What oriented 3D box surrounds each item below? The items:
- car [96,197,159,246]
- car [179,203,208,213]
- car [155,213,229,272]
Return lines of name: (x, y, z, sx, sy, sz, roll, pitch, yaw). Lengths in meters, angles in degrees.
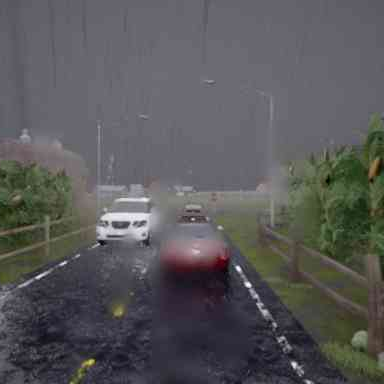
car: (-2.831, 1.283, 15.894, 2.150, 2.045, 5.566, 0, 0, 0)
car: (0.090, 1.610, 24.854, 1.837, 1.490, 4.892, 0, 0, 0)
car: (0.087, 1.611, 10.955, 1.994, 1.385, 4.181, 0, 0, 0)
